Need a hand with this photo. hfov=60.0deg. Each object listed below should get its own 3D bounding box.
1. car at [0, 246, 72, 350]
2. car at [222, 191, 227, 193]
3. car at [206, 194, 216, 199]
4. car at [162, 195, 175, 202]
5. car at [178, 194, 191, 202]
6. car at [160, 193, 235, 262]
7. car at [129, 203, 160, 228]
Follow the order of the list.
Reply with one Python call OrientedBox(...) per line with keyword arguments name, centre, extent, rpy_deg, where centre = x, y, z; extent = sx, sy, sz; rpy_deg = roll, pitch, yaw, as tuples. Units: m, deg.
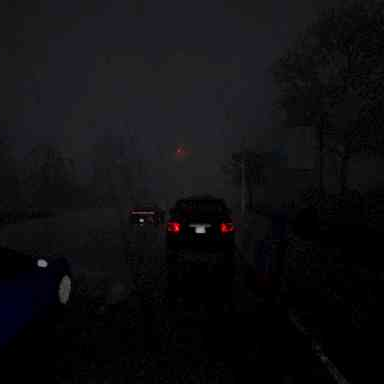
OrientedBox(name="car", centre=(-3.336, 1.465, 4.673), extent=(1.882, 1.535, 5.008), rpy_deg=(0, 0, 0))
OrientedBox(name="car", centre=(6.969, 1.158, 81.437), extent=(2.097, 1.767, 4.553), rpy_deg=(0, 0, 10))
OrientedBox(name="car", centre=(5.277, 1.172, 91.803), extent=(2.033, 1.411, 5.357), rpy_deg=(0, 0, 11))
OrientedBox(name="car", centre=(-5.038, 1.377, 72.781), extent=(1.994, 1.385, 4.181), rpy_deg=(0, 0, 8))
OrientedBox(name="car", centre=(-1.589, 1.305, 72.186), extent=(1.882, 1.535, 5.008), rpy_deg=(0, 0, 8))
OrientedBox(name="car", centre=(0.312, 1.192, 12.219), extent=(2.150, 2.045, 5.566), rpy_deg=(0, 0, 2))
OrientedBox(name="car", centre=(-2.832, 1.438, 21.825), extent=(2.128, 1.511, 4.902), rpy_deg=(0, 0, 3))
